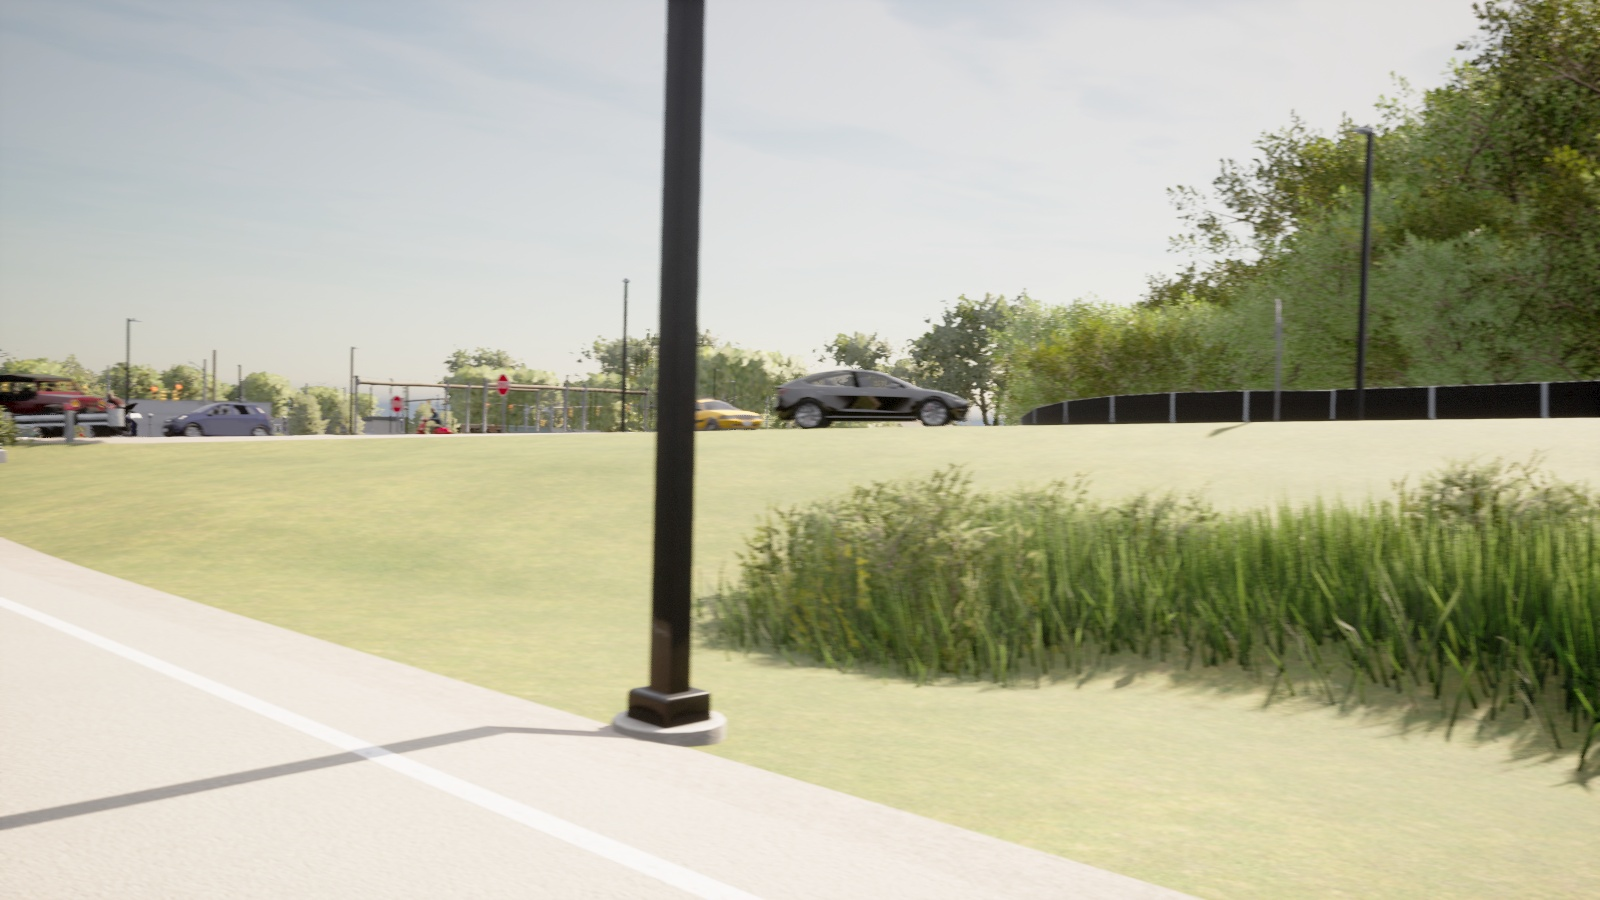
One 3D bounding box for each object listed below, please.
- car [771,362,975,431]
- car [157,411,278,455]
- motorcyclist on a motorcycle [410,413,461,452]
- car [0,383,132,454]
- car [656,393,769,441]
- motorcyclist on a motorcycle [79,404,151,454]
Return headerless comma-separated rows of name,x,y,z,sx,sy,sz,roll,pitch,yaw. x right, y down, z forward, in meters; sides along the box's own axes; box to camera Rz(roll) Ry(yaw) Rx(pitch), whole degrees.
car,1.851,-1.282,31.021,4.792,1.488,2.163,-1,1,10
car,-21.710,-0.595,46.859,1.845,1.501,3.633,-3,-2,42
motorcyclist on a motorcycle,-15.351,-0.729,52.864,1.817,1.590,0.866,-1,-1,-41
car,-21.550,-0.889,36.305,3.866,1.878,1.905,-2,1,24
car,-3.418,-1.229,48.075,1.801,1.575,5.366,-1,-1,-35
motorcyclist on a motorcycle,-22.110,-0.657,40.542,2.191,1.530,0.866,-2,0,25
